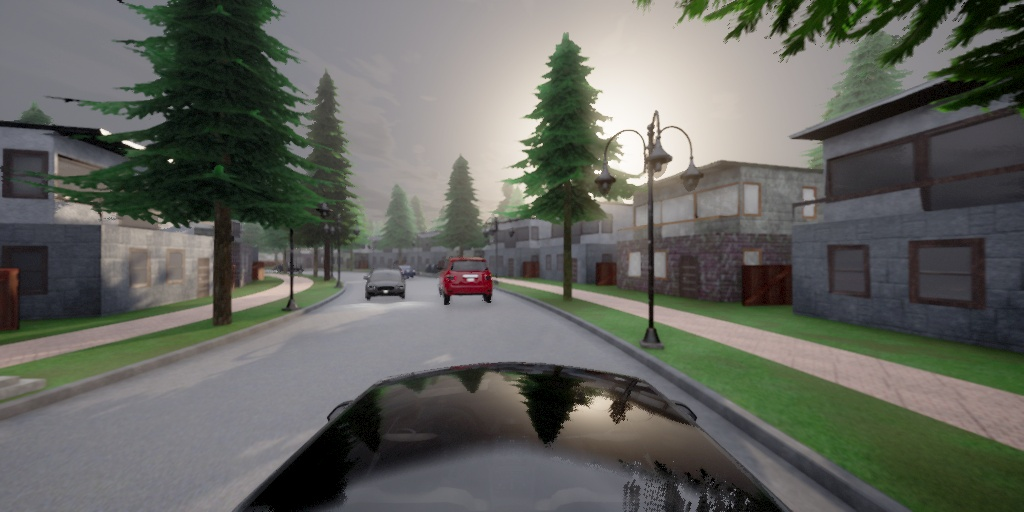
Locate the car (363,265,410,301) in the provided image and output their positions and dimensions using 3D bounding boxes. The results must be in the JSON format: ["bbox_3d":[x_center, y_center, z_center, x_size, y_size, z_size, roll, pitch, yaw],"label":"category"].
[{"bbox_3d":[-6.547,1.395,18.723,1.837,1.490,4.892,0,-1,-19],"label":"car"}]

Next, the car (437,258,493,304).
[{"bbox_3d":[-2.405,1.101,17.657,2.150,2.045,5.566,0,0,-14],"label":"car"}]

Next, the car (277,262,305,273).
[{"bbox_3d":[-31.671,1.670,51.230,4.892,1.490,1.837,0,-1,32],"label":"car"}]

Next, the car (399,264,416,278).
[{"bbox_3d":[-11.783,1.591,37.610,2.033,1.411,5.357,0,-1,-36],"label":"car"}]
